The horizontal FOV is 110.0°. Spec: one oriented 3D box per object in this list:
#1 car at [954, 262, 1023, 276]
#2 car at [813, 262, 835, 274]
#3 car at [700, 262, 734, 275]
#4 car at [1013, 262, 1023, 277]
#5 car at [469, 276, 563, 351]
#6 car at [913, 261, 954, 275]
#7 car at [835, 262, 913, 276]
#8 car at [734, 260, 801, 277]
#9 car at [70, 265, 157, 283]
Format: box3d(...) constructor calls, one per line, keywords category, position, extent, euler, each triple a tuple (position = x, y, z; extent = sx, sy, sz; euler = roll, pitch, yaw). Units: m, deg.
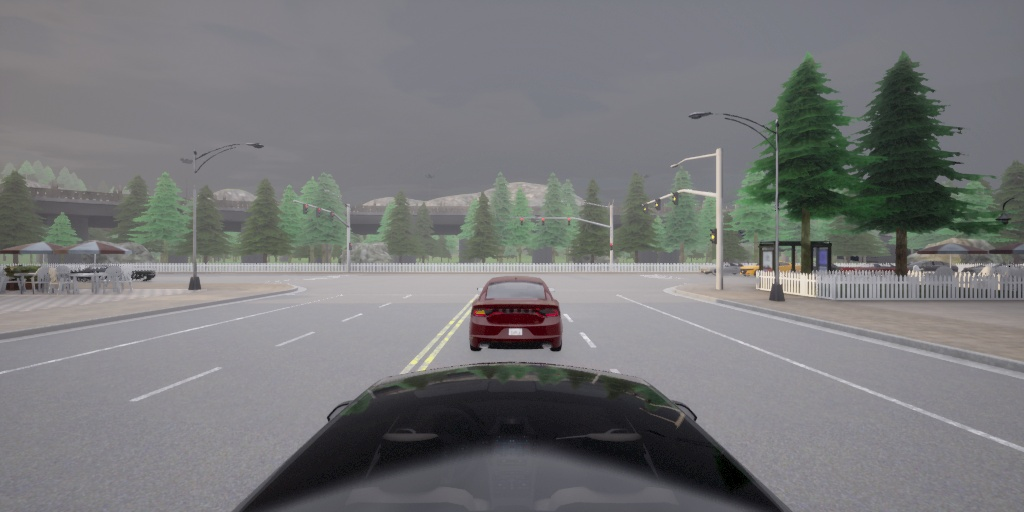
box3d(category="car", position=(43.003, 1.258, 31.776), extent=(4.181, 1.385, 1.994), euler=(0, 0, 14))
box3d(category="car", position=(31.050, 1.295, 36.498), extent=(4.718, 1.301, 1.895), euler=(0, 0, 2))
box3d(category="car", position=(21.881, 1.295, 36.646), extent=(4.718, 1.301, 1.895), euler=(0, 0, 1))
box3d(category="car", position=(50.983, 1.242, 33.042), extent=(5.357, 1.411, 2.033), euler=(0, 0, 22))
box3d(category="car", position=(0.103, 1.228, 8.989), extent=(1.882, 1.535, 5.008), euler=(0, 0, 1))
box3d(category="car", position=(40.969, 1.199, 35.696), extent=(4.892, 1.490, 1.837), euler=(0, 0, 10))
box3d(category="car", position=(33.121, 1.295, 32.923), extent=(4.718, 1.301, 1.895), euler=(0, 0, 2))
box3d(category="car", position=(23.817, 1.172, 33.115), extent=(5.008, 1.535, 1.882), euler=(0, 0, 1))
box3d(category="car", position=(-29.157, 1.295, 26.292), extent=(4.718, 1.301, 1.895), euler=(0, 0, 0))
